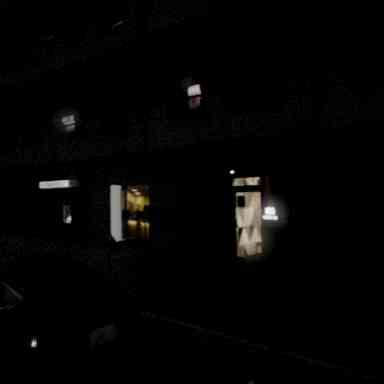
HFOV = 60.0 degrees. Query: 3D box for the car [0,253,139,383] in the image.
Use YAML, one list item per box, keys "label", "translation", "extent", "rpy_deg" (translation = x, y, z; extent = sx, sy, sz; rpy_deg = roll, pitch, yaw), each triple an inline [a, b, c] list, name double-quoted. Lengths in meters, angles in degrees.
- label: "car"
  translation: [-2.647, 1.572, 4.781]
  extent: [4.313, 1.339, 1.947]
  rpy_deg: [0, -1, 36]
